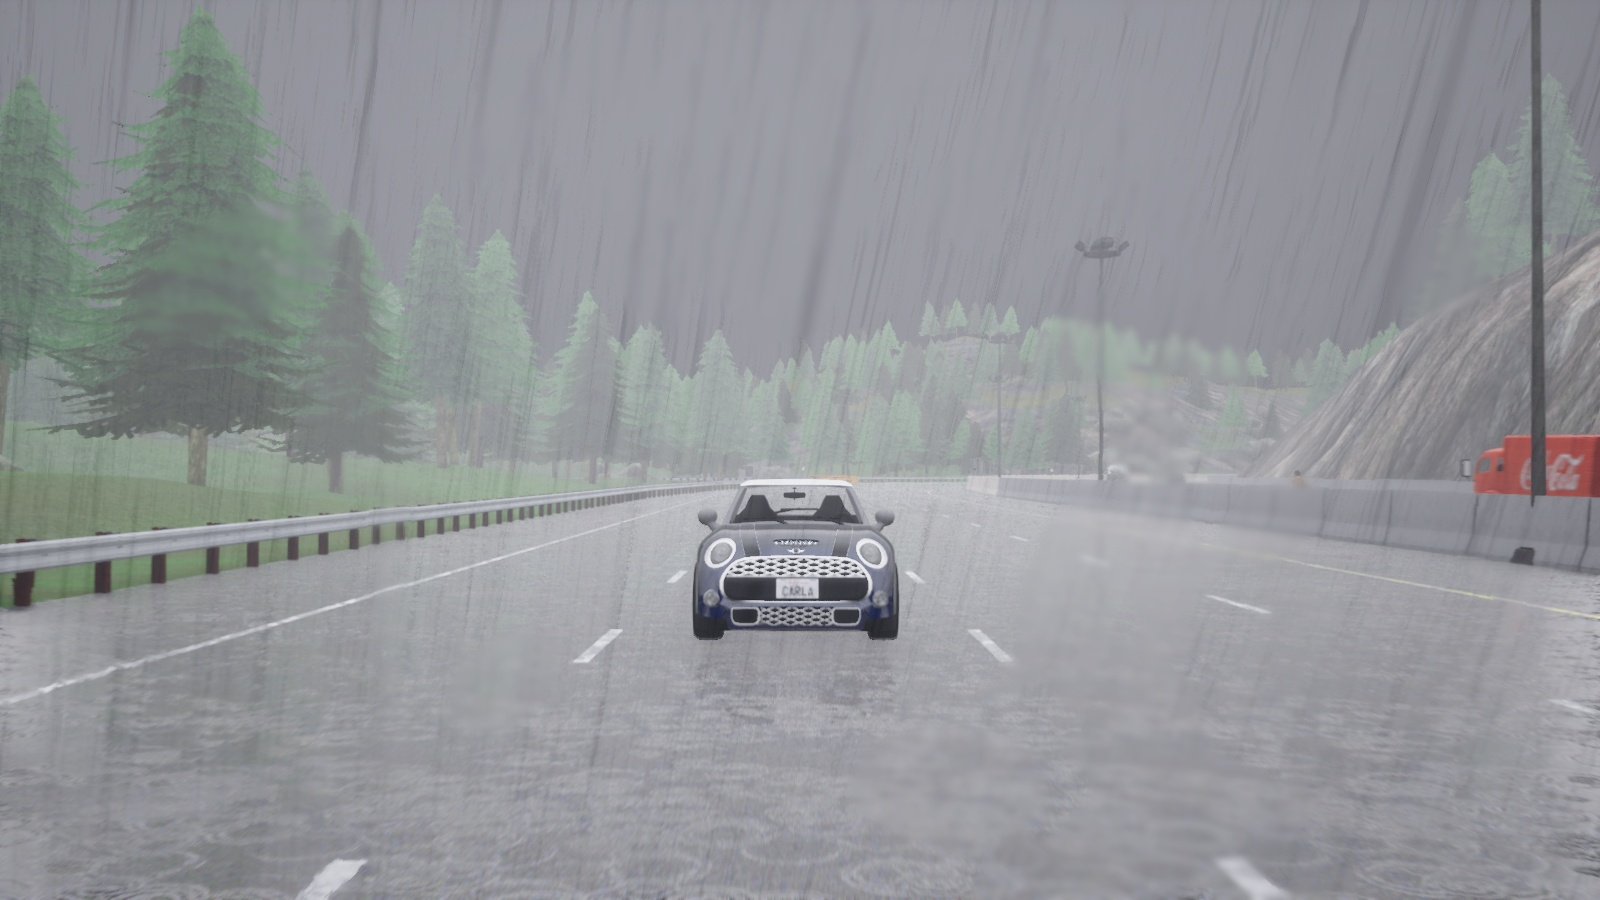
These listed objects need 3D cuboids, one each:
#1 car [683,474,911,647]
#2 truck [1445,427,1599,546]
[{"bbox_3d":[-0.031,0.994,12.768,1.970,1.475,3.806,0,-1,0],"label":"car"},{"bbox_3d":[17.428,0.752,28.749,2.627,2.467,5.204,0,0,0],"label":"truck"}]
